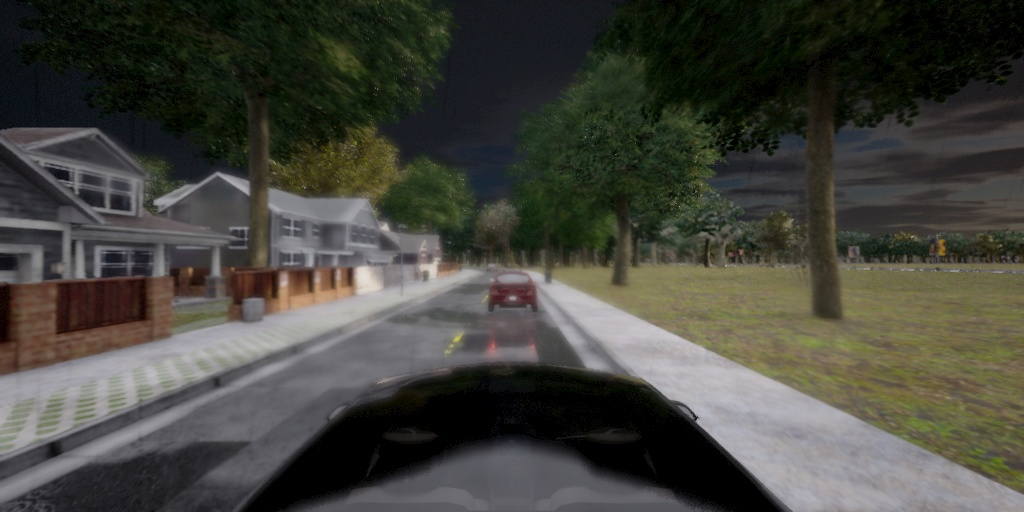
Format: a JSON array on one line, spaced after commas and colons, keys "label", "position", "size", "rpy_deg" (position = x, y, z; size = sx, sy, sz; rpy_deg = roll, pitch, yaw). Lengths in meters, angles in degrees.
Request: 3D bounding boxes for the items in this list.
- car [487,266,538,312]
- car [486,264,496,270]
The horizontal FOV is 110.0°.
[{"label": "car", "position": [0.052, 1.388, 15.292], "size": [1.882, 1.535, 5.008], "rpy_deg": [0, -1, 0]}, {"label": "car", "position": [-3.320, 2.039, 59.704], "size": [1.812, 1.442, 4.674], "rpy_deg": [0, -1, -5]}]
